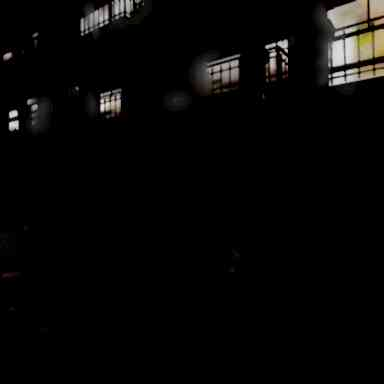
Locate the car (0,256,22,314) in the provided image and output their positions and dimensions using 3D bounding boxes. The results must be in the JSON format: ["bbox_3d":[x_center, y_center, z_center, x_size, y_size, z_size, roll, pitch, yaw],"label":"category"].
[{"bbox_3d":[-5.002,1.507,6.300,4.507,1.381,1.887,0,-1,35],"label":"car"}]
